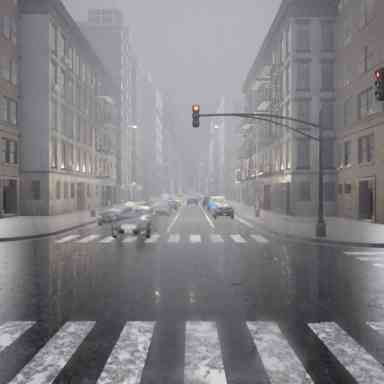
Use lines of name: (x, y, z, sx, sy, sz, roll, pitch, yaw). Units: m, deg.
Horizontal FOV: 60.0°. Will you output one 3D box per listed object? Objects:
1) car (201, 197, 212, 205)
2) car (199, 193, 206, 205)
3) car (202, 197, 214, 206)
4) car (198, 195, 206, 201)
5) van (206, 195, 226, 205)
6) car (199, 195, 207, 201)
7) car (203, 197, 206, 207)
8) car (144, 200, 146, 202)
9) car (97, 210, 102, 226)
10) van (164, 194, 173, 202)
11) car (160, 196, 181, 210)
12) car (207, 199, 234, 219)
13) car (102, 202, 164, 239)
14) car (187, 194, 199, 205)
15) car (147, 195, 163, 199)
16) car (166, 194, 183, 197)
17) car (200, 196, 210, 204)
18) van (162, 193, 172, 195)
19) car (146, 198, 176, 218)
car: (2.633, 1.546, 61.293, 2.008, 1.369, 4.403, 0, 0, 0)
car: (2.633, 1.311, 50.480, 2.192, 1.841, 5.009, 0, 0, 0)
car: (2.633, 1.562, 55.886, 1.947, 1.339, 4.313, 0, 0, 0)
car: (2.634, 1.560, 88.324, 1.947, 1.339, 4.313, 0, 0, 0)
van: (2.632, 1.338, 34.261, 1.690, 1.788, 3.998, 0, 0, 0)
car: (2.634, 1.540, 82.918, 1.887, 1.381, 4.507, 0, 0, 0)
car: (2.632, 1.578, 39.668, 1.802, 1.307, 4.206, 0, 0, 0)
car: (-5.402, 1.523, 28.682, 1.752, 1.417, 4.829, 0, 0, 0)
car: (-5.396, 1.549, 23.446, 2.008, 1.369, 4.403, 0, 0, 0)
van: (-5.458, 1.336, 77.508, 1.690, 1.788, 3.998, 0, 0, 0)
car: (-2.848, 1.560, 41.832, 1.994, 1.385, 4.181, 0, 0, 0)
car: (2.632, 1.548, 28.855, 2.008, 1.369, 4.403, 0, 0, 0)
car: (-2.856, 1.490, 17.391, 2.128, 1.511, 4.902, 0, 0, 0)
car: (0.085, 1.501, 57.017, 1.837, 1.490, 4.892, 0, 0, 0)
car: (-5.421, 1.436, 45.071, 1.967, 1.590, 4.097, 0, 0, 0)
car: (-2.810, 1.474, 52.849, 1.882, 1.535, 5.008, 0, 0, 1)
car: (2.634, 1.521, 66.868, 1.752, 1.417, 4.829, 0, 0, 0)
van: (-5.446, 1.337, 66.695, 1.690, 1.788, 3.998, 0, 0, 0)
car: (-2.854, 1.545, 30.840, 2.033, 1.411, 5.357, 0, 0, 0)
